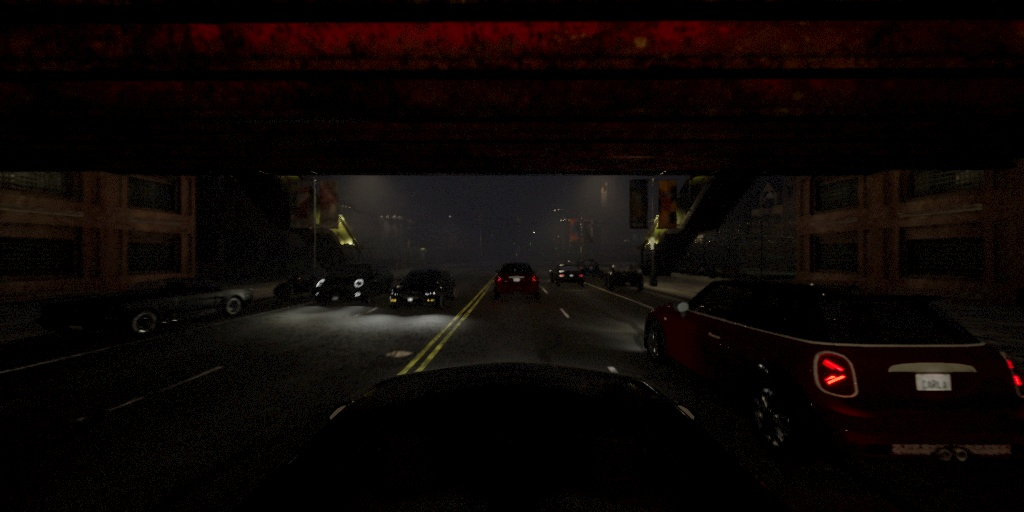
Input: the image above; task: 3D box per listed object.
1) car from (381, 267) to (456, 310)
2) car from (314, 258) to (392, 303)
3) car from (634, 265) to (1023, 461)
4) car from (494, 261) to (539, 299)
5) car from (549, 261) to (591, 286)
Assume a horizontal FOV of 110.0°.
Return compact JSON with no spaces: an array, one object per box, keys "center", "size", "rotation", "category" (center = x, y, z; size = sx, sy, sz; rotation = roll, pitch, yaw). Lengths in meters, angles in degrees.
[{"center":[-3.501,1.252,14.842],"size":[1.837,1.490,4.892],"rotation":[0,0,1],"category":"car"},{"center":[-6.989,1.098,16.443],"size":[2.097,1.767,4.553],"rotation":[0,0,0],"category":"car"},{"center":[3.625,1.102,5.199],"size":[2.097,1.767,4.553],"rotation":[0,0,0],"category":"car"},{"center":[0.222,1.098,18.253],"size":[2.097,1.767,4.553],"rotation":[0,0,0],"category":"car"},{"center":[3.744,1.292,25.007],"size":[2.033,1.411,5.357],"rotation":[0,0,0],"category":"car"}]
